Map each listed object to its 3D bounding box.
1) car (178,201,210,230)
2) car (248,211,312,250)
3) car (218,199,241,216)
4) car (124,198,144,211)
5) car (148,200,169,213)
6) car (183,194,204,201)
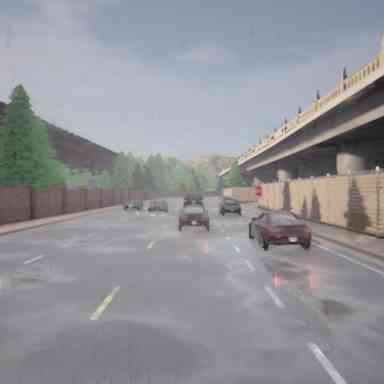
[{"bbox_3d":[0.119,1.507,20.610,1.812,1.442,4.674,0,0,0],"label":"car"},{"bbox_3d":[3.603,1.515,14.170,1.812,1.442,4.674,0,0,0],"label":"car"},{"bbox_3d":[3.640,1.464,32.464,2.128,1.511,4.902,0,0,0],"label":"car"},{"bbox_3d":[-6.952,1.455,40.121,2.128,1.511,4.902,0,0,0],"label":"car"},{"bbox_3d":[-3.504,1.531,35.658,1.994,1.385,4.181,0,0,1],"label":"car"},{"bbox_3d":[0.154,1.187,37.316,2.150,2.045,5.566,0,0,0],"label":"car"}]
